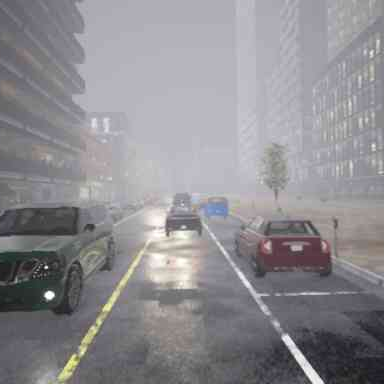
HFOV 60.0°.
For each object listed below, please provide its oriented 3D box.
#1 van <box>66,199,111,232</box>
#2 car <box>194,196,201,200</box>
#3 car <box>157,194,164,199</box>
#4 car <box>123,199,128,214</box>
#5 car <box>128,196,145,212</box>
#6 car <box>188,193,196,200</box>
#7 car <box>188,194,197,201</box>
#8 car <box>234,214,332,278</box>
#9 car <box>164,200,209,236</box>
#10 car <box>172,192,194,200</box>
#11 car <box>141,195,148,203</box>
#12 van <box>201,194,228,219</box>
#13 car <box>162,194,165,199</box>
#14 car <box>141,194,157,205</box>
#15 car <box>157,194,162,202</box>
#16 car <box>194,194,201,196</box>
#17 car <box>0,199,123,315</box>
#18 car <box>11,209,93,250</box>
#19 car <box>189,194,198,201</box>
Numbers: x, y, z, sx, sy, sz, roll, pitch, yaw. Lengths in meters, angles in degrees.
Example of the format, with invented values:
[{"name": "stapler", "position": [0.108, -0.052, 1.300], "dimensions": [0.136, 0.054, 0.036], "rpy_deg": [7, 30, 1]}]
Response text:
[{"name": "van", "position": [-6.315, 1.347, 20.738], "dimensions": [1.690, 1.788, 3.998], "rpy_deg": [0, 0, -2]}, {"name": "car", "position": [1.488, 1.395, 37.722], "dimensions": [1.802, 1.307, 4.206], "rpy_deg": [0, 0, -2]}, {"name": "car", "position": [-8.794, 1.288, 93.101], "dimensions": [1.887, 1.381, 4.507], "rpy_deg": [0, 0, -2]}, {"name": "car", "position": [-6.500, 1.511, 26.135], "dimensions": [1.752, 1.417, 4.829], "rpy_deg": [0, 0, -2]}, {"name": "car", "position": [-6.887, 1.493, 37.436], "dimensions": [2.008, 1.369, 4.403], "rpy_deg": [0, 0, -2]}, {"name": "car", "position": [-0.038, 1.093, 82.253], "dimensions": [1.967, 1.590, 4.097], "rpy_deg": [0, 0, -2]}, {"name": "car", "position": [0.152, 1.217, 76.687], "dimensions": [1.887, 1.381, 4.507], "rpy_deg": [0, 0, -2]}, {"name": "car", "position": [2.441, 1.359, 9.890], "dimensions": [1.967, 1.590, 4.097], "rpy_deg": [0, 0, -2]}, {"name": "car", "position": [-0.459, 1.421, 17.975], "dimensions": [2.128, 1.511, 4.902], "rpy_deg": [-1, 0, -2]}, {"name": "car", "position": [-1.202, 1.067, 39.982], "dimensions": [2.150, 2.045, 5.566], "rpy_deg": [-1, 0, -2]}, {"name": "car", "position": [-7.072, 1.448, 42.834], "dimensions": [1.752, 1.417, 4.829], "rpy_deg": [0, 0, -2]}, {"name": "van", "position": [1.869, 1.197, 26.590], "dimensions": [1.690, 1.788, 3.998], "rpy_deg": [0, 0, -2]}, {"name": "car", "position": [-8.413, 1.364, 81.969], "dimensions": [1.802, 1.307, 4.206], "rpy_deg": [0, 0, -2]}, {"name": "car", "position": [-7.459, 1.196, 54.135], "dimensions": [2.192, 1.841, 5.009], "rpy_deg": [0, 0, -2]}, {"name": "car", "position": [-8.032, 1.366, 70.835], "dimensions": [1.887, 1.381, 4.507], "rpy_deg": [0, 0, -2]}, {"name": "car", "position": [1.291, 1.317, 43.458], "dimensions": [1.752, 1.417, 4.829], "rpy_deg": [0, 0, -2]}, {"name": "car", "position": [-3.298, 1.236, 7.866], "dimensions": [2.150, 2.045, 5.566], "rpy_deg": [-1, 0, -2]}, {"name": "car", "position": [-6.124, 1.578, 15.171], "dimensions": [2.008, 1.369, 4.403], "rpy_deg": [0, 0, -2]}, {"name": "car", "position": [0.337, 1.217, 71.290], "dimensions": [1.752, 1.417, 4.829], "rpy_deg": [0, 0, -2]}]
